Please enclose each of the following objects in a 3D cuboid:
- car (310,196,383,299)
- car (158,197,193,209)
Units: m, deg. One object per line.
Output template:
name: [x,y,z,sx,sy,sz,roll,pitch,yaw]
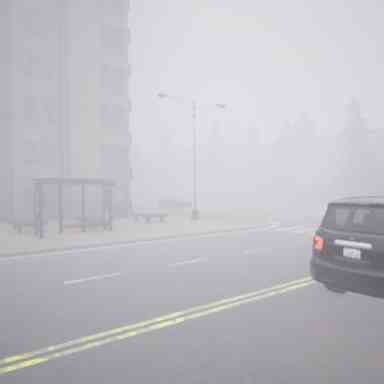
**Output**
car: [4.912,1.099,7.260,5.566,2.045,2.150,-1,1,-36]
car: [-1.953,1.234,38.538,1.895,1.301,4.718,-1,1,-38]
